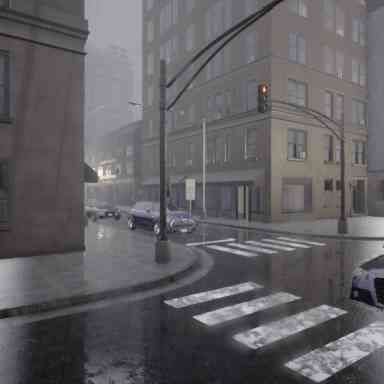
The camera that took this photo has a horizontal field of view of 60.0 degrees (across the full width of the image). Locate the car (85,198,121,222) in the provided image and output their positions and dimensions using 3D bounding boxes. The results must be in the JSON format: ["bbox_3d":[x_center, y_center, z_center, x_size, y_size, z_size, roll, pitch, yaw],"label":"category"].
[{"bbox_3d":[-6.991,1.433,25.336,1.994,1.385,4.181,0,0,-35],"label":"car"}]

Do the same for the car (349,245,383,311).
[{"bbox_3d":[5.028,1.551,6.662,4.181,1.385,1.994,0,0,-36],"label":"car"}]

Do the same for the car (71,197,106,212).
[{"bbox_3d":[-11.508,1.356,36.697,2.033,1.411,5.357,0,0,-36],"label":"car"}]

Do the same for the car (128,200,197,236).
[{"bbox_3d":[-1.692,1.269,17.936,2.097,1.767,4.553,0,0,-36],"label":"car"}]
